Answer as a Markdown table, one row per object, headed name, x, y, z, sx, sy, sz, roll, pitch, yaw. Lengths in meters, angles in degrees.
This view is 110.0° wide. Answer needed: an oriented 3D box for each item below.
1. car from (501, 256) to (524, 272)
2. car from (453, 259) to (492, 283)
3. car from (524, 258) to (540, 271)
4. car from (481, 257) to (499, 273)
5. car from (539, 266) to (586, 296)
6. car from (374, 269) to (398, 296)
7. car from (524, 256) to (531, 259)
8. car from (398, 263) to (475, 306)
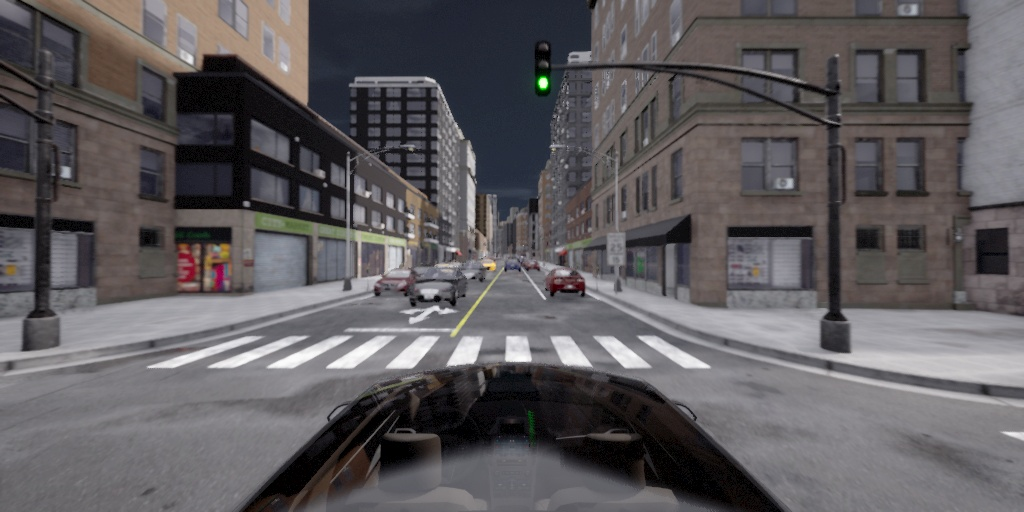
| name | x | y | z | sx | sy | sz | roll | pitch | yaw |
| --- | --- | --- | --- | --- | --- | --- | --- | --- | --- |
| car | 0.082 | 1.073 | 45.273 | 2.097 | 1.767 | 4.553 | 0 | 0 | 0 |
| car | -3.037 | 1.226 | 28.211 | 2.128 | 1.511 | 4.902 | 0 | 0 | 0 |
| car | 2.753 | 1.303 | 46.885 | 1.802 | 1.307 | 4.207 | 0 | 0 | 0 |
| car | -2.973 | 1.198 | 44.074 | 1.882 | 1.535 | 5.008 | 0 | 0 | 1 |
| car | 2.698 | 1.289 | 18.956 | 1.888 | 1.381 | 4.507 | 0 | 0 | 0 |
| car | -5.847 | 1.321 | 18.972 | 1.802 | 1.307 | 4.207 | 0 | 0 | 0 |
| car | 2.764 | 1.154 | 52.471 | 1.967 | 1.591 | 4.097 | 0 | 0 | 0 |
| car | -3.068 | 1.234 | 15.726 | 2.128 | 1.511 | 4.902 | 0 | 0 | 0 |
